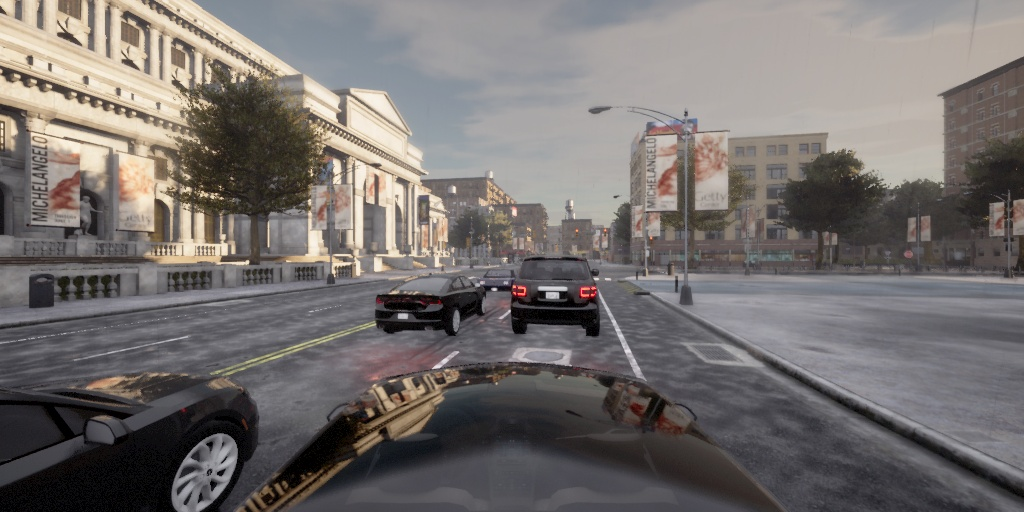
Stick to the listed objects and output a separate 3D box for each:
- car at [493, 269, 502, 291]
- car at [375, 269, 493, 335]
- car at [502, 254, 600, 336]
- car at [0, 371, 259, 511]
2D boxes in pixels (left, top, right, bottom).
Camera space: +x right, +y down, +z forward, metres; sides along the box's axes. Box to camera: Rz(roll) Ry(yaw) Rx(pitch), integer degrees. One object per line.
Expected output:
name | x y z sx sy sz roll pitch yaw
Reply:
car | -0.445 1.351 19.772 1.895 1.301 4.718 0 0 11
car | -2.106 1.228 10.651 1.882 1.535 5.008 0 0 9
car | 1.381 0.971 10.636 2.150 2.045 5.566 0 0 10
car | -3.203 1.255 1.258 1.837 1.490 4.892 0 0 0
